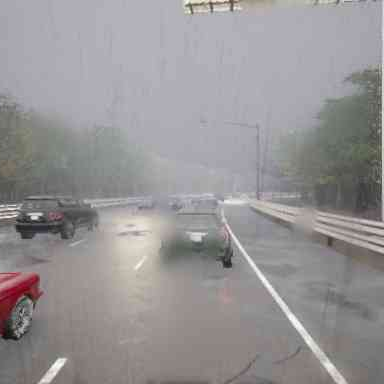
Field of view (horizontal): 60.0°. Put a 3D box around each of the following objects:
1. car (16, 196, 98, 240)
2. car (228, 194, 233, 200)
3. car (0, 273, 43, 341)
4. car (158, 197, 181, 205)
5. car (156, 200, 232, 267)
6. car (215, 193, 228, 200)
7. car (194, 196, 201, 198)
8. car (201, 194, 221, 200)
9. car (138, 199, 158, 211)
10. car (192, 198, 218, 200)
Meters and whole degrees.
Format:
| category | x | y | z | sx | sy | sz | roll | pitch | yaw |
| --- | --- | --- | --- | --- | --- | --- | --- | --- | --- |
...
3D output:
| category | x | y | z | sx | sy | sz | roll | pitch | yaw |
| --- | --- | --- | --- | --- | --- | --- | --- | --- | --- |
| car | -6.637 | 1.191 | 16.999 | 2.150 | 2.045 | 5.566 | 0 | 0 | 3 |
| car | 9.074 | 1.485 | 88.613 | 1.895 | 1.301 | 4.718 | 0 | 0 | 12 |
| car | -3.504 | 1.591 | 3.572 | 1.895 | 1.301 | 4.718 | 0 | 0 | 1 |
| car | -1.967 | 1.320 | 35.554 | 2.097 | 1.767 | 4.553 | 0 | 0 | 5 |
| car | 0.177 | 1.345 | 11.608 | 2.097 | 1.767 | 4.553 | 0 | 0 | 2 |
| car | 5.863 | 1.150 | 71.271 | 2.150 | 2.045 | 5.566 | 0 | 0 | 9 |
| car | 1.174 | 1.513 | 63.267 | 1.994 | 1.385 | 4.181 | 0 | 0 | 8 |
| car | 2.897 | 1.443 | 49.857 | 1.882 | 1.535 | 5.008 | 0 | 0 | 7 |
| car | -5.171 | 1.505 | 40.703 | 2.033 | 1.411 | 5.357 | 0 | 0 | 6 |
| car | 1.247 | 1.542 | 32.354 | 1.994 | 1.385 | 4.181 | 0 | 0 | 4 |
